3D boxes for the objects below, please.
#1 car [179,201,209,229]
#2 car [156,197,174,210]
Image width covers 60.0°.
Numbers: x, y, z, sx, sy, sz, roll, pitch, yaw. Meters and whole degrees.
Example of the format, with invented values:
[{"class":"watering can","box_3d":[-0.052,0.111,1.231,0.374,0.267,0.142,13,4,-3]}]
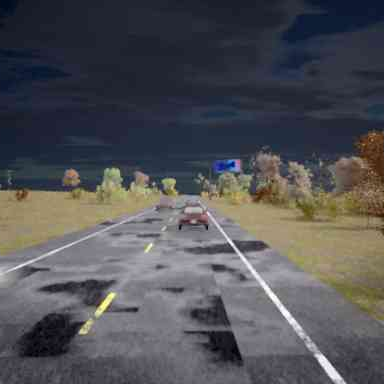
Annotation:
[{"class":"car","box_3d":[0.102,1.567,21.712,1.812,1.442,4.674,0,0,0]},{"class":"car","box_3d":[-3.530,1.441,43.701,2.097,1.767,4.553,0,0,0]}]
